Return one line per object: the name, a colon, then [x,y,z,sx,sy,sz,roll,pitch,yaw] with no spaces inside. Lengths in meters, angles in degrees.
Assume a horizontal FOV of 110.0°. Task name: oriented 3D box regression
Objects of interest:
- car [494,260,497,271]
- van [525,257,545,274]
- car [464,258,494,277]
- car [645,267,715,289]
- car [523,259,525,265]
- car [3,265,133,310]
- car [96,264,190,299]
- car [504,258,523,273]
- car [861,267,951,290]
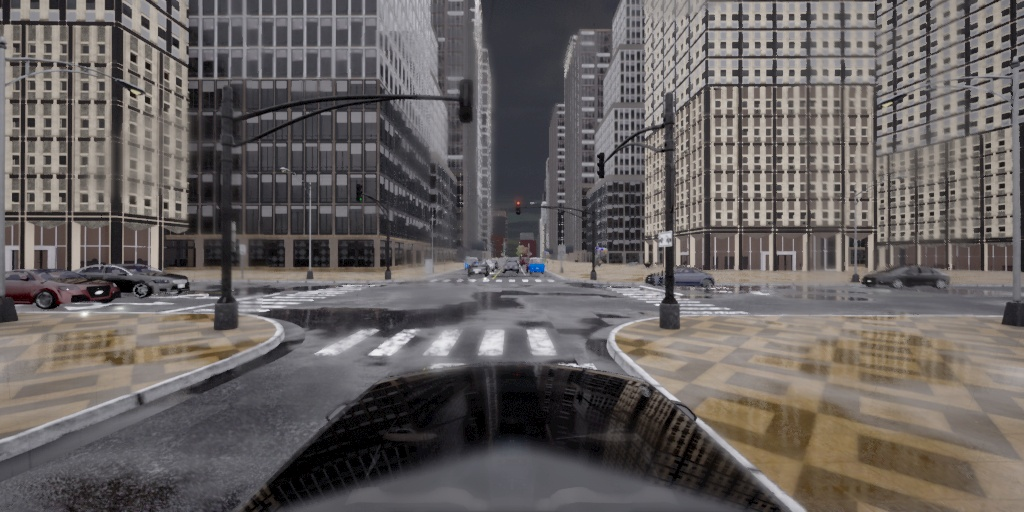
car: [-3.191,1.271,45.797,1.812,1.442,4.674,0,0,0]
van: [2.687,1.087,39.789,1.690,1.789,3.998,0,0,0]
car: [-3.231,1.238,35.622,2.128,1.511,4.902,0,0,0]
car: [11.200,1.429,24.025,4.181,1.385,1.994,0,0,1]
car: [2.618,1.290,45.327,1.888,1.381,4.507,0,0,0]
car: [-17.424,1.168,13.362,4.181,1.385,1.994,0,0,-1]
car: [-17.809,1.107,16.606,4.902,1.511,2.128,0,0,-1]
car: [-0.059,1.293,43.235,2.033,1.411,5.357,0,0,1]
car: [26.547,1.470,24.235,4.892,1.490,1.837,1,0,-1]
